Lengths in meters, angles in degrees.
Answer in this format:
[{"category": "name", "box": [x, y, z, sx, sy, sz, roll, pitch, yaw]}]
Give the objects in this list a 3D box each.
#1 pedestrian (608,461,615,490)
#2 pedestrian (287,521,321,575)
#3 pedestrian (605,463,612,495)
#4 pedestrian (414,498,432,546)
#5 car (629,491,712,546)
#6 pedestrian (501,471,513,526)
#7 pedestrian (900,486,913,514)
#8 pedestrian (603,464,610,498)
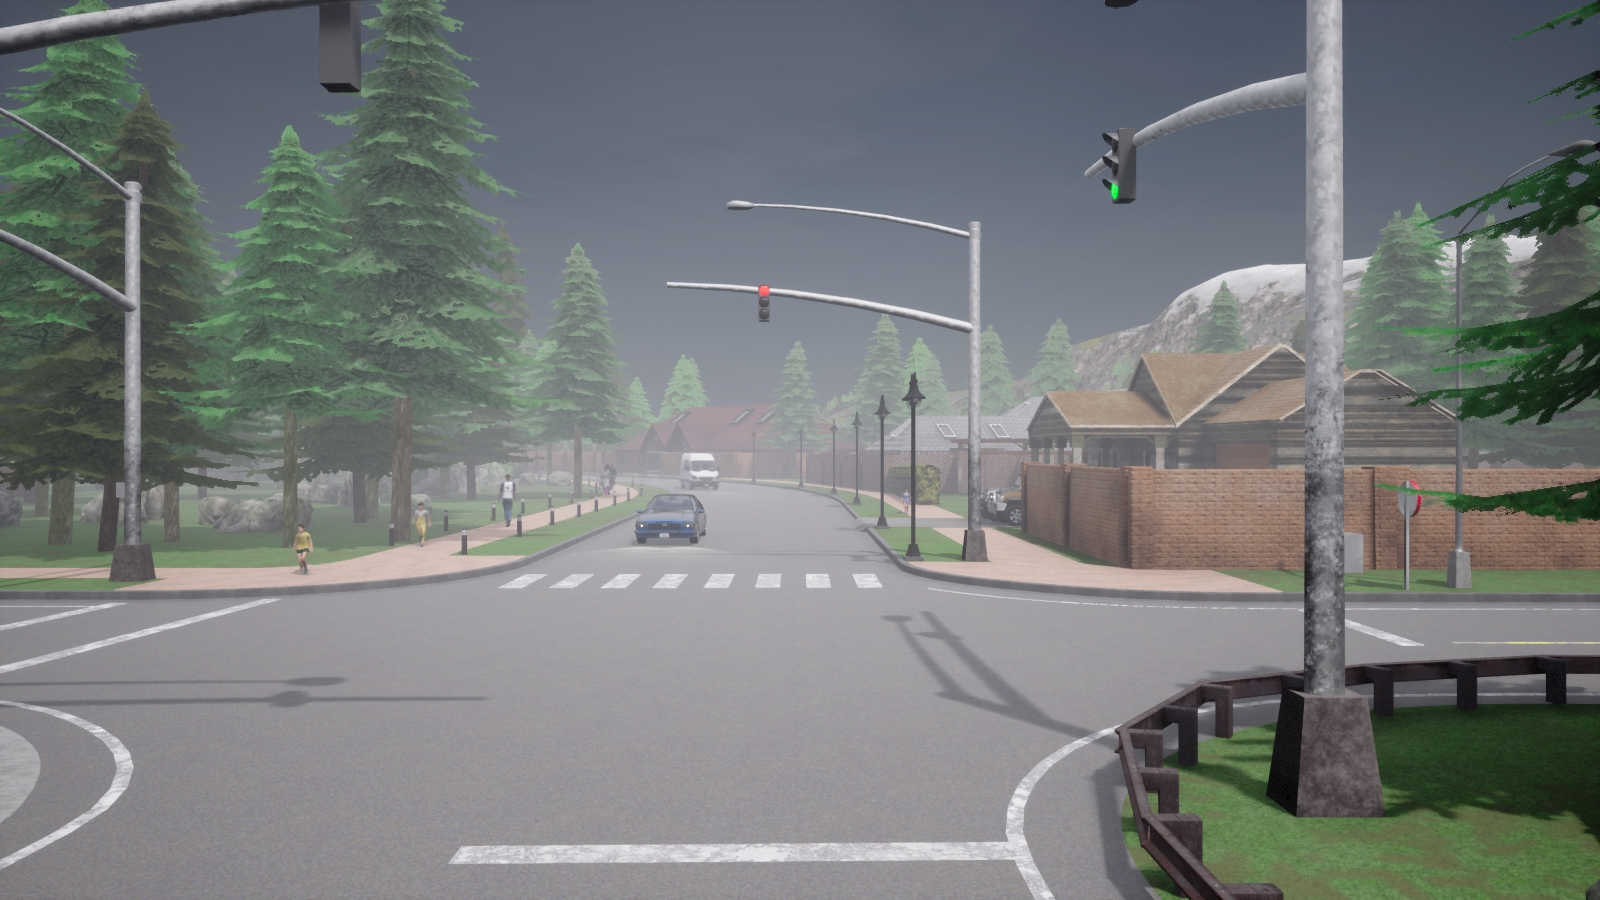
[{"category": "pedestrian", "box": [-12.197, 1.662, 73.989, 0.375, 1.860, 0.375, 0, 0, 1]}, {"category": "pedestrian", "box": [-10.416, 2.054, 24.008, 0.500, 1.100, 0.500, 0, 0, 0]}, {"category": "pedestrian", "box": [-11.014, 1.661, 65.757, 0.375, 1.860, 0.375, 0, 0, -8]}, {"category": "pedestrian", "box": [-10.201, 1.943, 30.901, 0.375, 1.300, 0.375, 0, 0, -1]}, {"category": "car", "box": [-3.930, 2.072, 35.589, 2.033, 1.411, 5.357, 0, 0, 0]}, {"category": "pedestrian", "box": [-10.048, 1.664, 39.193, 0.375, 1.860, 0.375, 0, 0, -14]}, {"category": "pedestrian", "box": [4.340, 2.046, 46.572, 0.500, 1.100, 0.500, 0, 0, -1]}, {"category": "pedestrian", "box": [-10.453, 1.664, 61.722, 0.375, 1.860, 0.375, 0, 0, -3]}]
